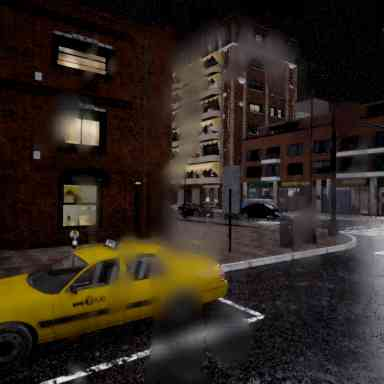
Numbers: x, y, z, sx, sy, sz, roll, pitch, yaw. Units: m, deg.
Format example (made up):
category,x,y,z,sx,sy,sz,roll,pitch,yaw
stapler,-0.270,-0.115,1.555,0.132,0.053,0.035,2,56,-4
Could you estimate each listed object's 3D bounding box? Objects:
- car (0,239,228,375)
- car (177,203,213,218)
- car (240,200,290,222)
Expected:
category,x,y,z,sx,sy,sz,roll,pitch,yaw
car,-1.595,1.526,5.572,4.829,1.417,1.752,0,1,-35
car,0.231,1.732,31.886,1.947,1.339,4.313,1,-1,-35
car,6.048,1.675,28.031,1.812,1.442,4.674,1,-1,-35
